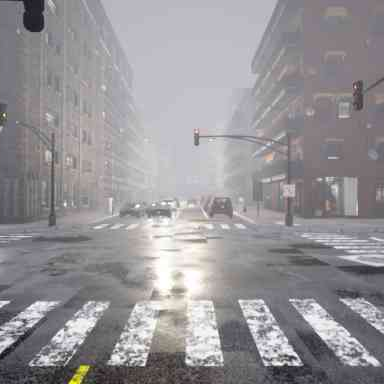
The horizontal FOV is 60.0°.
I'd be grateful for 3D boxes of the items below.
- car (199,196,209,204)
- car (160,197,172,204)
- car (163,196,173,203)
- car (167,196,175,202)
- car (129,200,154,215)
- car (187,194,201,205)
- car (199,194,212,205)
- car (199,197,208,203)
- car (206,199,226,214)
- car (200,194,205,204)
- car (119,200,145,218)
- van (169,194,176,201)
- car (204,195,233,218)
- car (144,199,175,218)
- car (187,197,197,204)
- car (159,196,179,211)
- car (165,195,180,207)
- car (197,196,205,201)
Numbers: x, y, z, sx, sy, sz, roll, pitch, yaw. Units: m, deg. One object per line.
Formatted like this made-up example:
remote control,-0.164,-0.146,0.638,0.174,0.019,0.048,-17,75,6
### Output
car,2.509,1.558,69.112,1.967,1.590,4.097,1,0,0
car,-5.372,1.669,69.069,2.008,1.369,4.403,1,0,0
car,-5.378,1.673,74.461,1.752,1.417,4.829,1,0,0
car,-5.390,1.767,85.760,2.008,1.369,4.403,1,0,0
car,-5.335,1.582,35.697,1.947,1.339,4.313,1,0,0
car,0.040,1.567,60.150,2.128,1.511,4.902,0,0,0
car,2.517,1.404,63.549,2.192,1.841,5.009,1,0,0
car,2.501,1.731,74.672,1.802,1.307,4.206,1,0,0
car,2.545,1.541,35.919,1.752,1.417,4.829,1,0,0
car,2.542,1.337,41.315,2.192,1.841,5.009,1,0,0
car,-5.329,1.578,30.136,1.947,1.339,4.313,1,0,0
van,-5.393,1.591,91.325,1.690,1.788,3.998,1,0,0
car,2.555,1.327,30.190,2.192,1.841,5.009,1,0,0
car,-2.873,1.576,30.371,1.994,1.385,4.181,0,0,0
car,-0.008,1.687,70.385,1.994,1.385,4.181,0,0,0
car,-2.867,1.546,40.261,1.812,1.442,4.674,0,0,0
car,-2.809,1.567,50.463,1.812,1.442,4.674,0,0,0
car,2.484,1.816,91.364,1.947,1.339,4.313,1,0,0
